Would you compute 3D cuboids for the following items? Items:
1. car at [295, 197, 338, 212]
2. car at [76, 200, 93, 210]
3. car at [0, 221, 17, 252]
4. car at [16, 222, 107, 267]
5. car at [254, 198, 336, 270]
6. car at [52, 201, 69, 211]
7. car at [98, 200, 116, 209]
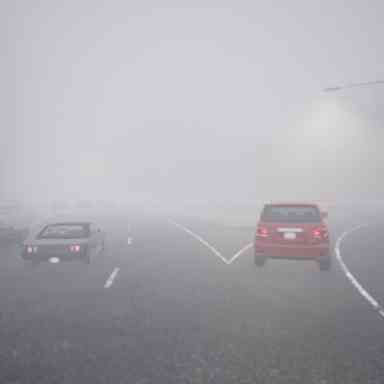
[{"bbox_3d":[15.264,1.512,41.094,4.553,1.767,2.097,0,0,6],"label":"car"},{"bbox_3d":[-16.576,1.975,51.249,1.837,1.490,4.892,0,-1,-31],"label":"car"},{"bbox_3d":[-7.860,1.736,12.613,1.895,1.301,4.718,0,0,-7],"label":"car"},{"bbox_3d":[-4.264,1.713,11.911,1.895,1.301,4.718,0,0,-7],"label":"car"},{"bbox_3d":[3.497,1.293,11.573,2.150,2.045,5.566,-1,-1,18],"label":"car"},{"bbox_3d":[-19.656,2.020,49.587,2.033,1.411,5.357,0,-1,-31],"label":"car"},{"bbox_3d":[-13.496,1.993,52.911,1.812,1.442,4.674,0,-1,-31],"label":"car"}]
